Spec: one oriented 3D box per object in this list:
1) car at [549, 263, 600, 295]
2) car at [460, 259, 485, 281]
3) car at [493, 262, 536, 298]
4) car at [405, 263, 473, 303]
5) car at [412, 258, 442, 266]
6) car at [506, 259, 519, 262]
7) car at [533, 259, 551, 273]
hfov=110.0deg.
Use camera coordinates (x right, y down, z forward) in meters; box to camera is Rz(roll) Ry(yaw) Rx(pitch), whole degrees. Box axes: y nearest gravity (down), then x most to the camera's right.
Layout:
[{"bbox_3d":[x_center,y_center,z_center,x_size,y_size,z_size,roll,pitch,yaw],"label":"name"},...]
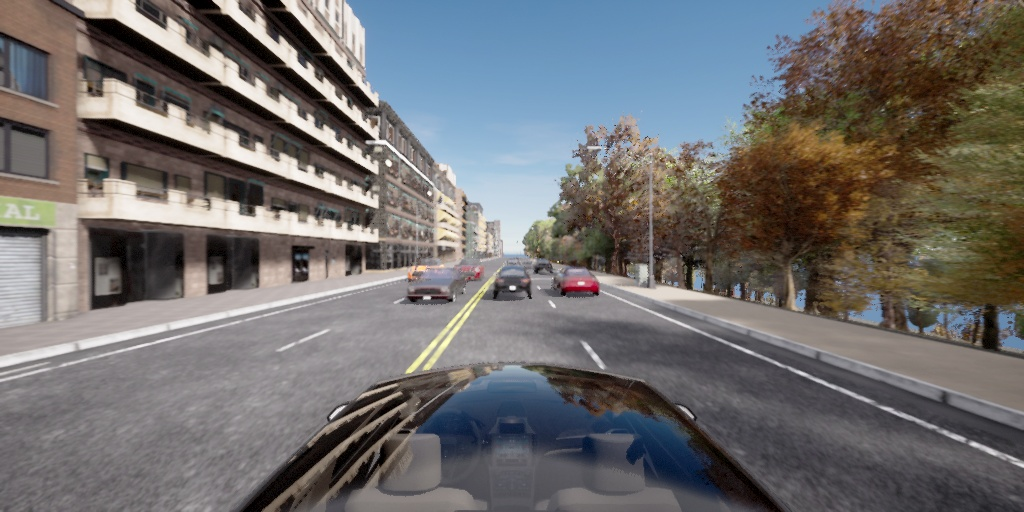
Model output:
[{"bbox_3d":[3.306,1.242,19.050,1.994,1.385,4.181,0,0,0],"label":"car"},{"bbox_3d":[-3.277,0.992,27.917,2.097,1.767,4.553,0,0,1],"label":"car"},{"bbox_3d":[0.046,1.207,17.964,1.812,1.442,4.674,0,0,1],"label":"car"},{"bbox_3d":[-3.267,1.235,16.589,2.033,1.411,5.357,0,0,1],"label":"car"},{"bbox_3d":[-6.528,0.991,27.835,2.097,1.767,4.553,0,0,1],"label":"car"},{"bbox_3d":[0.096,1.083,39.937,2.128,1.511,4.902,0,0,0],"label":"car"},{"bbox_3d":[3.345,1.098,39.608,1.837,1.490,4.892,0,1,0],"label":"car"}]
